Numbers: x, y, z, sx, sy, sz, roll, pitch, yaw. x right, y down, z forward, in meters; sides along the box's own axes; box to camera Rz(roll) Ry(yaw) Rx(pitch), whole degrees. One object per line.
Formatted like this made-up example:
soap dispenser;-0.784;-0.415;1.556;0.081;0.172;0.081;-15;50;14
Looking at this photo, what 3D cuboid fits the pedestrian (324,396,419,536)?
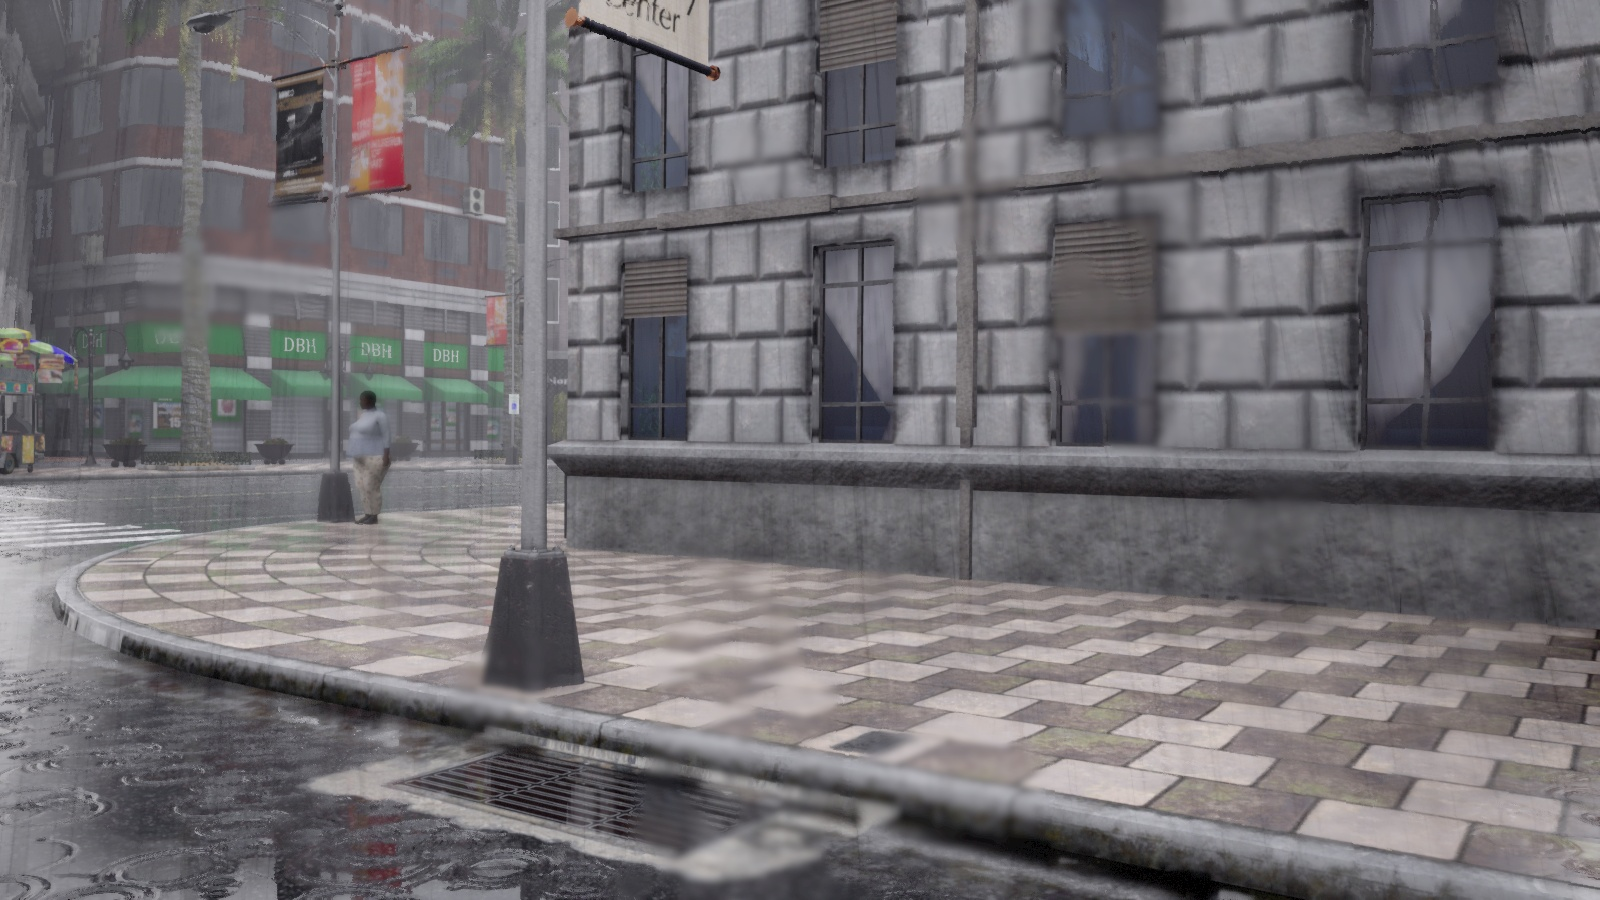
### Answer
pedestrian;-5.903;0.205;17.316;0.874;1.855;0.900;0;1;42
